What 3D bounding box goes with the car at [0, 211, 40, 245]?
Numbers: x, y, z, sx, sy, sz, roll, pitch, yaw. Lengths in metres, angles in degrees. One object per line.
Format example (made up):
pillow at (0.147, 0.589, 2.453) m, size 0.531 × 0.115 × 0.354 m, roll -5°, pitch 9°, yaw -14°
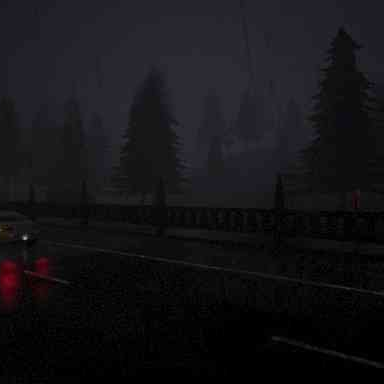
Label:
car at (-8.269, 1.530, 14.066) m, size 4.674 × 1.442 × 1.812 m, roll 0°, pitch 0°, yaw 35°
